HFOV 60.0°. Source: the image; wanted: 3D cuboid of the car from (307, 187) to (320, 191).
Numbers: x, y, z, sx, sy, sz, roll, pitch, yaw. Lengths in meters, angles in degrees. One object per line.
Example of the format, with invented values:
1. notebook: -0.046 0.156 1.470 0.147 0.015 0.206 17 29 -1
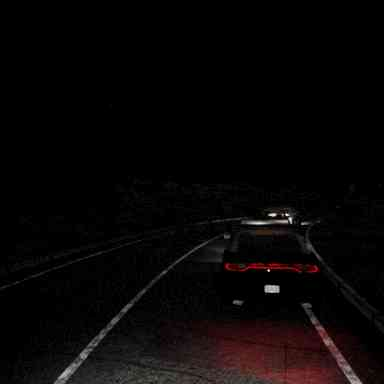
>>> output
1. car: 28.434 -0.457 81.509 4.892 1.521 2.231 3 -6 -37

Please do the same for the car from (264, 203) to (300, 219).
1. car: 9.979 2.035 36.632 1.882 1.535 5.008 -4 -3 39

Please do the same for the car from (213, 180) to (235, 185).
1. car: 5.608 -1.687 65.813 4.674 1.452 2.002 3 -5 -31

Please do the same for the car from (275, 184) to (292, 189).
1. car: 19.630 -0.953 75.034 4.792 1.488 2.163 3 -6 -35

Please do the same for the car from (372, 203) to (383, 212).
1. car: 28.380 2.231 48.638 4.181 1.385 1.994 0 -4 -29

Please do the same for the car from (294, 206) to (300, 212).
1. car: 6.262 1.702 22.654 1.812 1.442 4.674 -2 -2 25

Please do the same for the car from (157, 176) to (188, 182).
1. car: -3.941 -2.150 60.236 4.892 1.521 2.231 2 -5 -30

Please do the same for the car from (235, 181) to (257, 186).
1. car: 10.307 -1.490 68.757 5.008 1.535 2.097 3 -5 -32

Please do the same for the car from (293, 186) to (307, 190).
1. car: 24.106 -0.683 78.252 4.674 1.452 2.002 3 -6 -36

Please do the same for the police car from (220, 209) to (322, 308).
1. police car: 1.783 1.454 8.192 1.930 1.638 5.238 -1 0 10

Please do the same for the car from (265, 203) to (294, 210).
1. car: 4.182 1.567 17.520 1.801 1.575 5.366 -2 -1 19

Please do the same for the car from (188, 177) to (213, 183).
1. car: 0.848 -1.951 62.975 4.892 1.521 2.231 2 -5 -30

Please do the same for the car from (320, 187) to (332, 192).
1. car: 32.856 -0.281 85.002 4.553 1.767 2.185 4 -6 -38

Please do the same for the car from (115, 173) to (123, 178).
1. car: -13.441 -2.643 54.830 4.553 1.767 2.185 2 -5 -30

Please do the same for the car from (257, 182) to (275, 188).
1. car: 14.921 -1.370 71.795 4.553 1.767 2.185 3 -5 -33

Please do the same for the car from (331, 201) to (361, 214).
1. car: 19.314 1.881 41.752 4.553 1.767 2.097 1 -4 -41
